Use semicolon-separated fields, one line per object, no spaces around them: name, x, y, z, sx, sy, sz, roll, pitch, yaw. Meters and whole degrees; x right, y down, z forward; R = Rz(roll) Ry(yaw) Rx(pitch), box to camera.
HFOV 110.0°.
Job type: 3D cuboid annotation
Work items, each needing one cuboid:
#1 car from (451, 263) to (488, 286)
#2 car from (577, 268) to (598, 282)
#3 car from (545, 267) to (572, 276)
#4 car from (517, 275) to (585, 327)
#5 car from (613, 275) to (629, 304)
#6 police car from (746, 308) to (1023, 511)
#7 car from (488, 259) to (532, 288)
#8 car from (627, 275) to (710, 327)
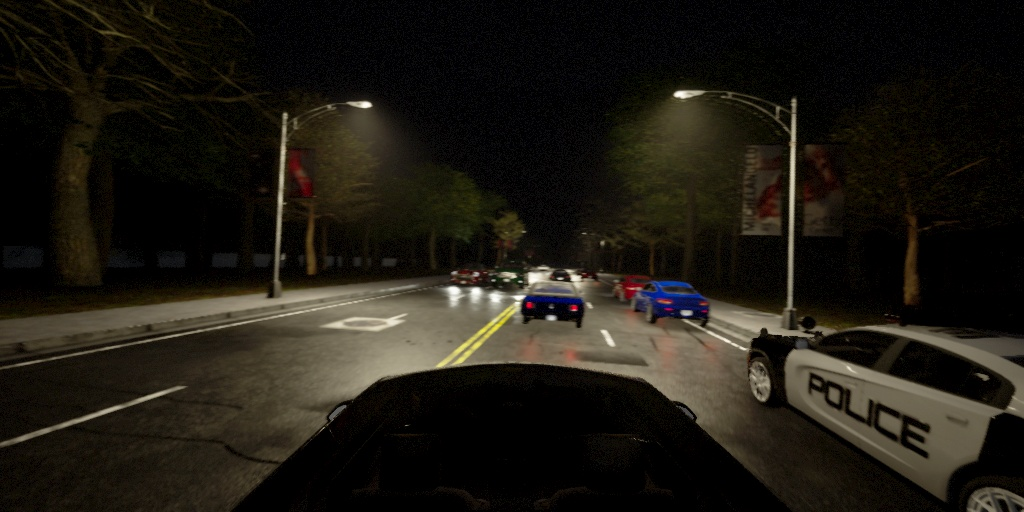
car;-3.089;1.309;27.499;2.097;1.767;4.553;2;-1;8
car;8.931;2.148;41.688;1.812;1.442;4.674;2;-1;9
car;4.152;1.847;30.827;1.994;1.385;4.181;2;-1;8
car;1.476;1.539;12.546;1.895;1.301;4.718;2;-1;8
car;6.653;1.754;19.375;1.812;1.442;4.674;2;-1;8
police car;4.324;1.365;3.640;1.930;1.638;5.238;2;-1;9
car;0.042;1.286;26.424;2.150;2.045;5.566;2;-1;8
car;5.778;1.643;13.432;1.812;1.442;4.674;2;-1;8
